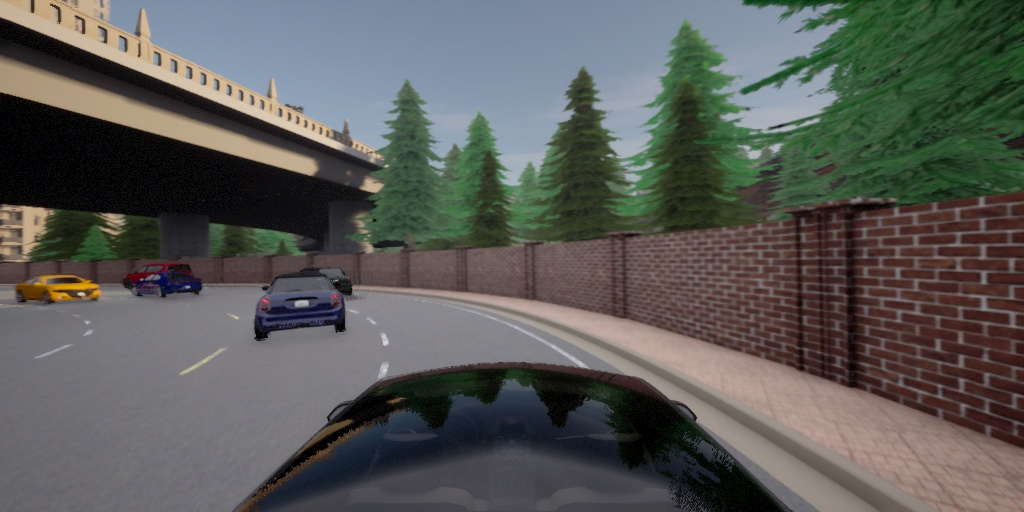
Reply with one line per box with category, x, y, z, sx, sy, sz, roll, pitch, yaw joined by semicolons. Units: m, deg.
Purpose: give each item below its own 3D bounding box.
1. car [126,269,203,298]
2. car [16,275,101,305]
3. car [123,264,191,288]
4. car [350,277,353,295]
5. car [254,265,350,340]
car;-21.738;1.765;22.605;5.008;1.535;1.882;-1;0;25
car;-25.601;1.836;20.235;5.008;1.535;1.882;-1;0;20
car;-28.099;1.664;28.595;5.566;2.045;2.150;-1;0;17
car;-11.157;1.408;20.532;4.553;1.767;2.097;-2;0;36
car;-6.439;1.274;11.062;2.097;1.767;4.553;-1;0;-29
